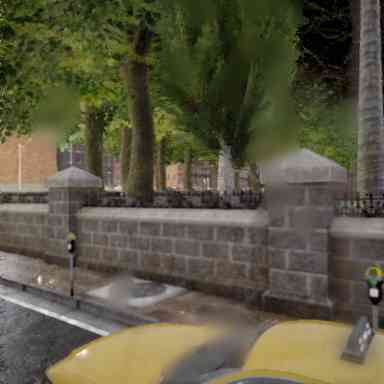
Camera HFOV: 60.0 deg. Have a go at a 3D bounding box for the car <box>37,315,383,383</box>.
[{"bbox_3d":[0.826,1.528,2.232,4.829,1.417,1.752,0,-1,35],"label":"car"}]
